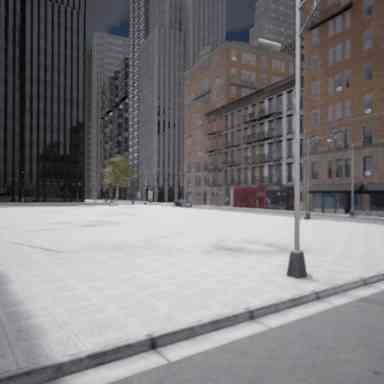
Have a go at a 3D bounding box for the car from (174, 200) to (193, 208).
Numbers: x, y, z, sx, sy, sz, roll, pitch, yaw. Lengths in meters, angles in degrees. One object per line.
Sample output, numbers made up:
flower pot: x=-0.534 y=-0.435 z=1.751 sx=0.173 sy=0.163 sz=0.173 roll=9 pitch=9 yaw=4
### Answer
car: x=-1.589 y=2.105 z=59.608 sx=2.128 sy=1.511 sz=4.902 roll=0 pitch=-1 yaw=-26
